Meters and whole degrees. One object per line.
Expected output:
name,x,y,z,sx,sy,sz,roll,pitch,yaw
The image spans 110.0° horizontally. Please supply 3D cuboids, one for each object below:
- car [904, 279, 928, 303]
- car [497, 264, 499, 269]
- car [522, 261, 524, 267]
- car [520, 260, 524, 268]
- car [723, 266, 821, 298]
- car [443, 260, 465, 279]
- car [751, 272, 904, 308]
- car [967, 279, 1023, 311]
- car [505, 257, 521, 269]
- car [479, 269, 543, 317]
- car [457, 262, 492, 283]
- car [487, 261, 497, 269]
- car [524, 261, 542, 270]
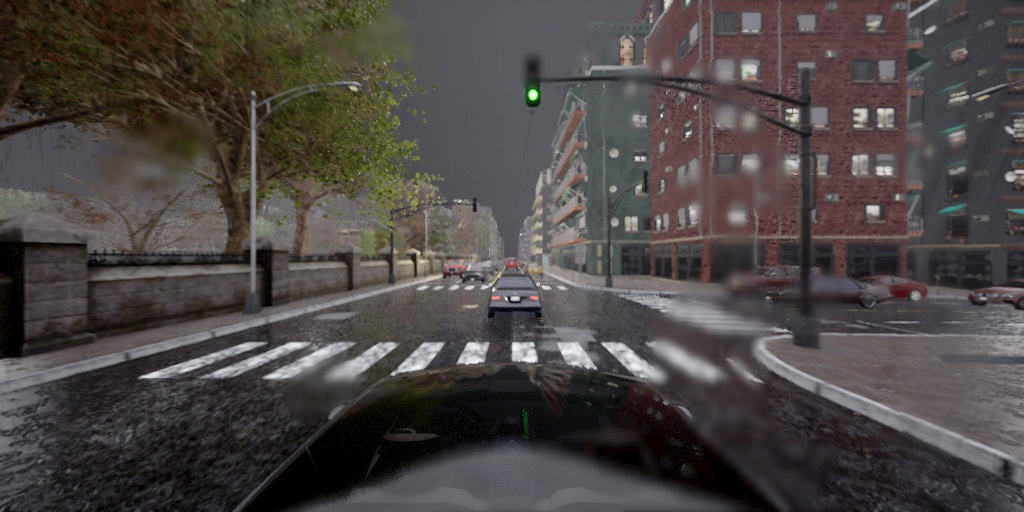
car,20.289,1.786,19.956,4.507,1.381,1.888,0,0,0
car,-3.069,1.658,56.131,2.033,1.411,5.357,0,0,1
car,2.679,1.596,47.591,1.888,1.381,4.507,0,0,0
car,2.678,1.640,53.127,2.007,1.370,4.403,0,0,0
car,14.594,1.453,19.937,5.009,1.841,2.192,0,0,0
car,-5.698,1.289,36.519,2.192,1.841,5.009,0,0,0
car,15.080,1.688,17.350,5.357,1.411,2.033,1,0,0
car,25.186,1.849,17.381,4.674,1.442,1.812,1,0,0
car,-0.013,1.369,61.457,2.150,2.045,5.566,0,0,0
car,0.097,1.372,13.527,2.033,1.411,5.357,0,0,0
car,-3.100,1.484,30.841,2.033,1.411,5.357,0,0,0
car,-3.095,1.541,42.435,1.812,1.442,4.674,0,0,0
car,2.681,1.537,42.226,1.751,1.417,4.829,0,0,0
